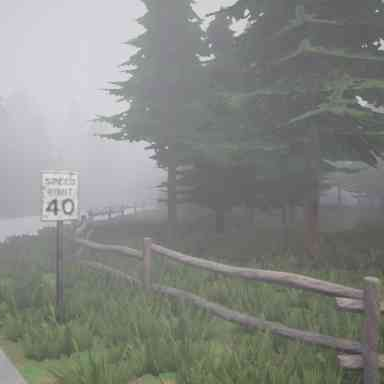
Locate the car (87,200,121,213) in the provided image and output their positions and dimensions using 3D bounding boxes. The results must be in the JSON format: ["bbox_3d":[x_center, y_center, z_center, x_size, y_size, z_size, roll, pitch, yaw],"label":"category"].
[{"bbox_3d":[-8.571,1.546,33.204,2.033,1.411,5.357,0,0,9],"label":"car"}]
